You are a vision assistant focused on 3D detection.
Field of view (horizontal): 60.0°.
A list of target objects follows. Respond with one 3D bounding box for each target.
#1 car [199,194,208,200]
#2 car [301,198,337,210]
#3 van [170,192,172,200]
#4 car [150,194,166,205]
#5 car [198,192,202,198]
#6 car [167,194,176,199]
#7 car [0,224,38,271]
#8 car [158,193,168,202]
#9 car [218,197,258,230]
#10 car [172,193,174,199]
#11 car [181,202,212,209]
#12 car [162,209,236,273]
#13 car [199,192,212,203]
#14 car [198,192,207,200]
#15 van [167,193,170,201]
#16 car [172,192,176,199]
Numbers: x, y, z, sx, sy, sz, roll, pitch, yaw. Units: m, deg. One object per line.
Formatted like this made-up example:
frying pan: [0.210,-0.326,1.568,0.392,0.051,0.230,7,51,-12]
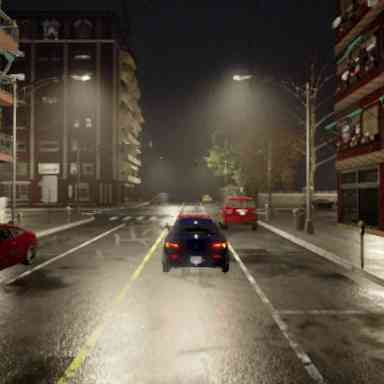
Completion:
car: [2.712,1.224,80.499,1.947,1.339,4.313,1,0,0]
car: [15.217,1.412,39.348,4.313,1.339,1.947,0,-1,1]
van: [-5.665,1.042,69.430,1.690,1.788,3.998,1,0,0]
car: [-5.671,1.351,52.816,1.802,1.307,4.206,1,0,0]
car: [2.712,1.230,74.960,2.008,1.369,4.403,1,0,0]
car: [-5.666,1.167,91.586,2.008,1.369,4.403,1,0,0]
car: [-5.643,1.540,8.889,1.802,1.307,4.206,1,0,0]
car: [-5.670,1.328,58.353,1.802,1.307,4.206,1,0,0]
car: [2.710,1.222,20.316,2.192,1.841,5.009,1,0,0]
car: [-5.668,1.261,74.970,1.802,1.307,4.206,1,0,0]
car: [0.102,1.508,20.130,1.895,1.301,4.718,0,0,0]
car: [0.102,1.477,10.388,1.812,1.442,4.674,0,0,0]
car: [2.711,1.270,58.517,1.752,1.417,4.829,1,0,0]
car: [2.718,0.952,86.036,2.192,1.841,5.009,1,0,0]
van: [-5.665,1.064,63.891,1.690,1.788,3.998,1,0,0]
car: [-5.667,1.209,80.508,2.008,1.369,4.403,1,0,0]
